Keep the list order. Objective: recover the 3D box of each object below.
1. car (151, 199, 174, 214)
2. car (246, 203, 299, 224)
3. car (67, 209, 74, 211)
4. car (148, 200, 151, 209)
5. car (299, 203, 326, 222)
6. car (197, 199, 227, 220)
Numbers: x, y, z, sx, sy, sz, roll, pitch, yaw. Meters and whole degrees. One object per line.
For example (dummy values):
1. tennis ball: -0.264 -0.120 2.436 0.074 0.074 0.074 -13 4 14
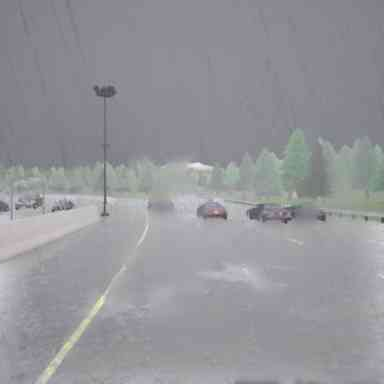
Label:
1. car: -2.969 1.461 34.643 1.882 1.535 5.008 0 0 -10
2. car: 5.593 1.535 24.620 2.033 1.411 5.357 0 0 -7
3. car: -13.982 1.547 36.449 1.994 1.385 4.181 0 0 -11
4. car: -4.765 1.580 43.879 1.895 1.301 4.718 0 0 -13
5. car: 8.851 1.552 26.421 1.994 1.385 4.181 0 0 -7
6. car: 1.597 1.549 27.936 1.994 1.385 4.181 0 0 -8
